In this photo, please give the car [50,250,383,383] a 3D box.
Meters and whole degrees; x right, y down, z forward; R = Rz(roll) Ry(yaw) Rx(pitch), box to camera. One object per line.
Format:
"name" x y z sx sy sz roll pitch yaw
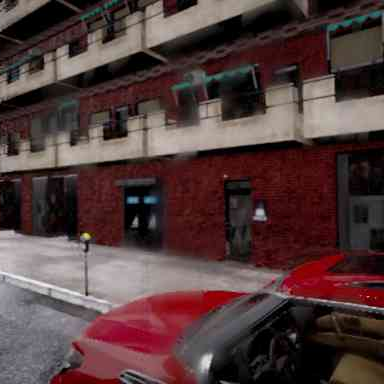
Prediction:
"car" 1.271 1.315 1.987 5.009 1.841 2.192 0 -1 36
